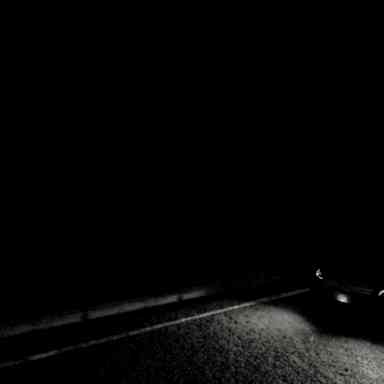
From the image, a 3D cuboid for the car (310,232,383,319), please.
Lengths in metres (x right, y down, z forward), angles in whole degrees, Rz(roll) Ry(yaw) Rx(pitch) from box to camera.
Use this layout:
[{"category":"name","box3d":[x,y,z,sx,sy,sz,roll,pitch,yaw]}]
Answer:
[{"category":"car","box3d":[4.535,1.589,7.081,4.674,1.442,1.812,1,0,-34]}]
